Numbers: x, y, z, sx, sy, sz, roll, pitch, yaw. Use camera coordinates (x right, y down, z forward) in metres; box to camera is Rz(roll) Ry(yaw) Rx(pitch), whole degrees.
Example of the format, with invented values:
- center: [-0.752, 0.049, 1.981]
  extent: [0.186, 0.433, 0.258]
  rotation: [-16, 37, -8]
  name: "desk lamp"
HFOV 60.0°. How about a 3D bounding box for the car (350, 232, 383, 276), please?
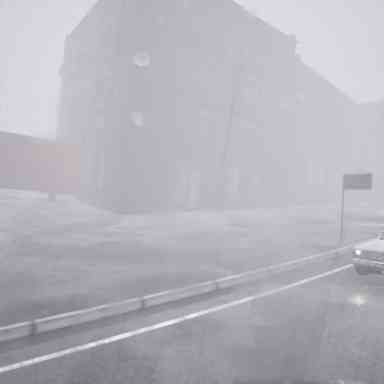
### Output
- center: [6.312, 1.604, 9.357]
  extent: [4.718, 1.301, 1.895]
  rotation: [0, 1, -42]
  name: "car"
